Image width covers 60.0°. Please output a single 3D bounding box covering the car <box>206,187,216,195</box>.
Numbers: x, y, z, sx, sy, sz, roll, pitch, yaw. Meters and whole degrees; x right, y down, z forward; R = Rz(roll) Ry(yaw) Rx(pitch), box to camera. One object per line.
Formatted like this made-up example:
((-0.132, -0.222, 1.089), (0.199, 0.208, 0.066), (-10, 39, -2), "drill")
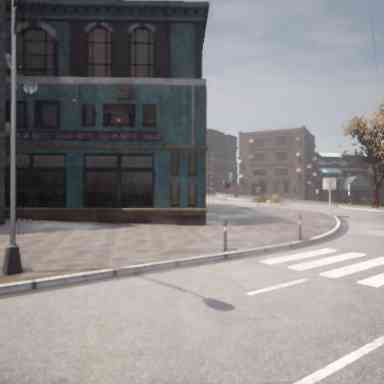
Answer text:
((3.799, -0.198, 69.403), (2.231, 1.521, 4.892), (5, 2, 11), "car")
